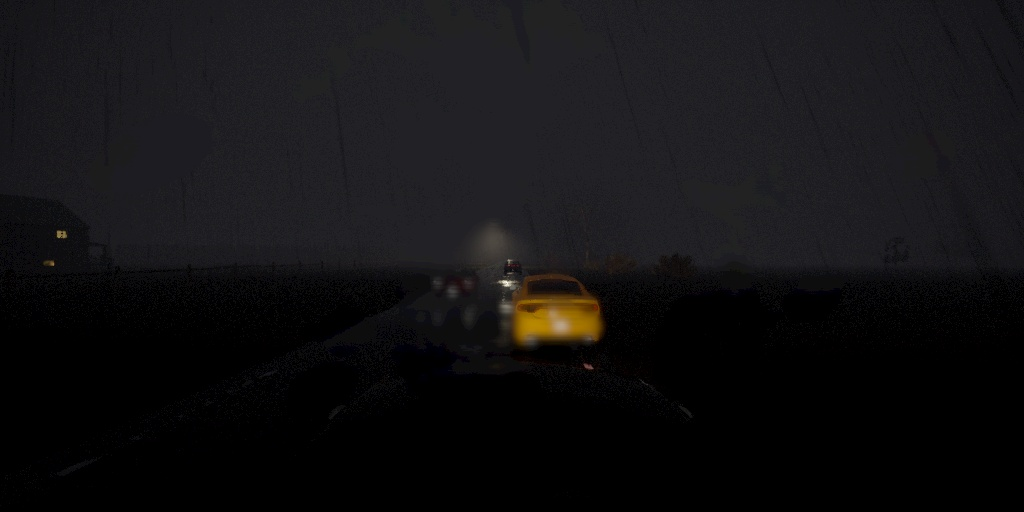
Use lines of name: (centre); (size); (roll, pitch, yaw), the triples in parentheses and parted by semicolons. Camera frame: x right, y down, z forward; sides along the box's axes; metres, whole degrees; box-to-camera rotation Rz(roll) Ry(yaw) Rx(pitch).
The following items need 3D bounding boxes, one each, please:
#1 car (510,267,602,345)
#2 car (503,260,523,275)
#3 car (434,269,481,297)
car: (0.967, 1.226, 9.515); (1.882, 1.535, 5.008); (0, 0, 0)
car: (0.104, 1.233, 39.177); (2.128, 1.511, 4.902); (0, 0, 0)
car: (-2.741, 1.347, 18.812); (1.895, 1.301, 4.718); (0, 0, 0)
